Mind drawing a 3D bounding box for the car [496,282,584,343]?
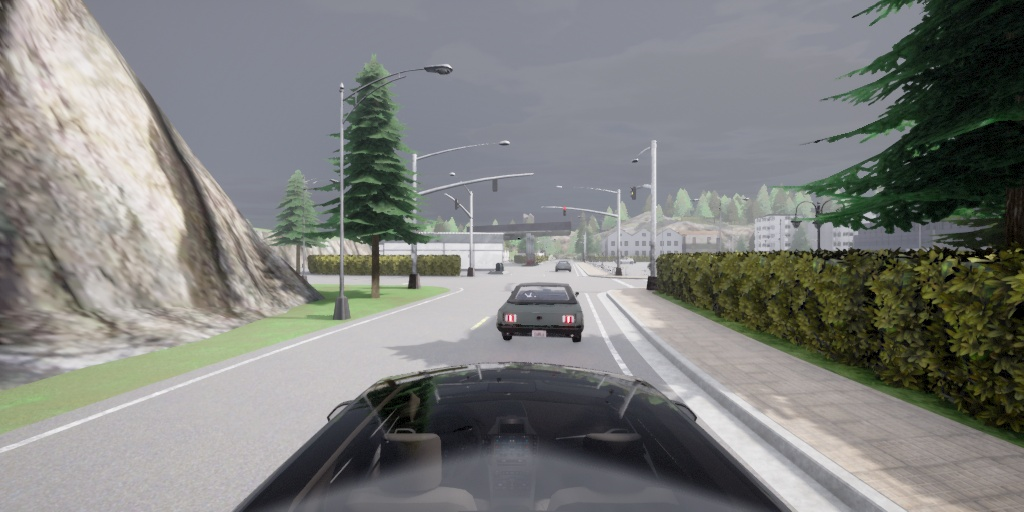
[{"bbox_3d":[0.882,1.351,9.751,1.895,1.301,4.718,0,0,8],"label":"car"}]

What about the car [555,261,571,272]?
[{"bbox_3d":[6.565,1.314,45.823,1.994,1.385,4.181,0,0,9],"label":"car"}]
